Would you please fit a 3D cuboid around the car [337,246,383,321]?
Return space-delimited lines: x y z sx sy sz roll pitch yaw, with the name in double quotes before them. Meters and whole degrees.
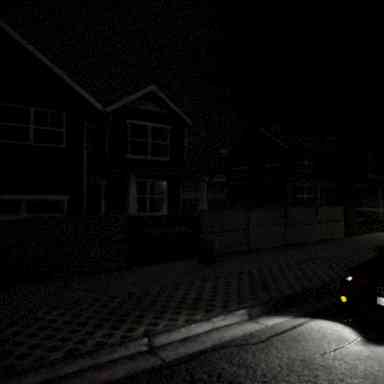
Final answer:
"car" 4.699 1.570 6.403 4.181 1.385 1.994 0 0 -35
